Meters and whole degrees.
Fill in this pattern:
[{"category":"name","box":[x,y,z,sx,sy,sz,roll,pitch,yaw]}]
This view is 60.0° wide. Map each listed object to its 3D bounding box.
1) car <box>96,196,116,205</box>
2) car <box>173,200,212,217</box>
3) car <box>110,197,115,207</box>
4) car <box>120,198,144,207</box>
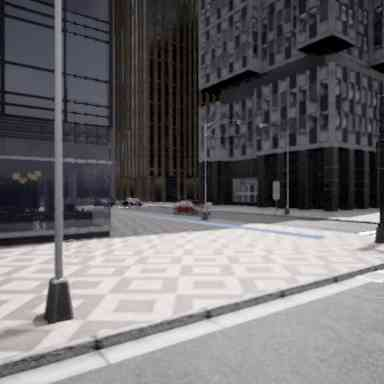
[{"category":"car","box":[-14.784,1.482,57.242,1.994,1.385,4.181,0,0,-35]},{"category":"car","box":[-0.066,1.476,31.230,1.812,1.442,4.674,0,0,-35]},{"category":"car","box":[-13.568,1.479,50.352,2.033,1.411,5.357,0,0,-35]},{"category":"car","box":[-9.013,1.525,49.230,1.895,1.301,4.718,0,0,-35]}]
